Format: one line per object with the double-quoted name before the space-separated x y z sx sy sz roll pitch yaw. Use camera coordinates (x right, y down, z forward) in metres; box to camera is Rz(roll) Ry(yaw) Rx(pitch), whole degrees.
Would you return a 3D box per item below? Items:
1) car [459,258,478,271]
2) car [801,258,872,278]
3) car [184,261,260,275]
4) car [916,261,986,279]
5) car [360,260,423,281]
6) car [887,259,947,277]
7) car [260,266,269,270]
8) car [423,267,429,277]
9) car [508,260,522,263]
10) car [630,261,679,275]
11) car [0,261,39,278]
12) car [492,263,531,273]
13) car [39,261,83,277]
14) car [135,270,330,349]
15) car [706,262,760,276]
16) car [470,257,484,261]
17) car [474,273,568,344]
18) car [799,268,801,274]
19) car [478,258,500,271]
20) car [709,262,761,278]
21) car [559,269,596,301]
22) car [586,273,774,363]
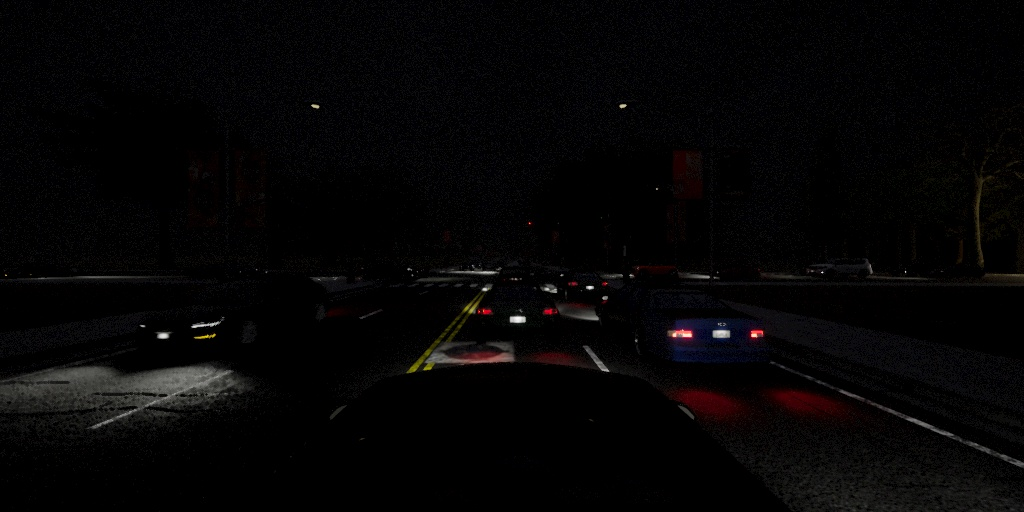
"car" -6.548 1.417 52.164 1.837 1.490 4.892 0 0 0
"car" 33.894 1.238 37.165 5.566 2.045 2.150 0 0 0
"car" -24.373 1.337 30.060 4.718 1.301 1.895 0 0 -1
"car" 45.871 1.589 37.211 4.902 1.511 2.128 0 0 0
"car" -10.231 1.141 30.186 4.553 1.767 2.097 0 0 0
"car" 45.939 1.328 40.456 5.566 2.045 2.150 0 0 0
"car" -25.251 1.231 33.303 4.902 1.511 2.128 0 0 0
"car" -10.278 1.271 33.441 5.008 1.535 1.882 0 0 0
"car" 0.176 1.432 50.951 1.812 1.442 4.674 0 0 0
"car" 14.612 1.266 37.017 4.553 1.767 2.097 0 0 -1
"car" -43.097 1.244 29.911 4.181 1.385 1.994 0 0 0
"car" 0.105 1.284 18.525 1.837 1.490 4.892 0 0 0
"car" -42.791 1.177 33.164 4.902 1.511 2.128 0 0 0
"car" -6.576 1.260 9.197 1.837 1.490 4.892 0 0 0
"car" 24.817 1.476 40.355 4.892 1.490 1.837 0 0 -1
"car" -6.530 1.194 62.014 2.150 2.045 5.566 0 0 0
"car" 0.110 1.321 9.619 1.994 1.385 4.181 0 0 0
"car" 35.306 1.508 40.417 5.008 1.535 1.882 0 0 1
"car" -3.296 1.406 52.714 2.128 1.511 4.902 0 0 0
"car" 23.246 1.522 37.109 4.181 1.385 1.994 0 0 -2
"car" 3.363 1.340 17.512 1.994 1.385 4.181 0 0 0
"car" 3.356 1.303 8.269 2.033 1.411 5.357 0 0 0
